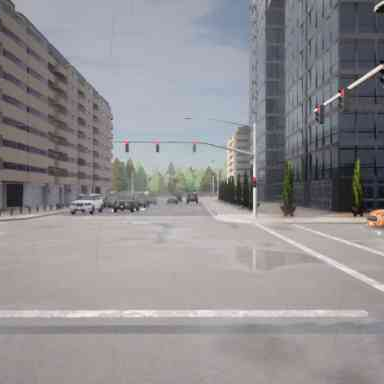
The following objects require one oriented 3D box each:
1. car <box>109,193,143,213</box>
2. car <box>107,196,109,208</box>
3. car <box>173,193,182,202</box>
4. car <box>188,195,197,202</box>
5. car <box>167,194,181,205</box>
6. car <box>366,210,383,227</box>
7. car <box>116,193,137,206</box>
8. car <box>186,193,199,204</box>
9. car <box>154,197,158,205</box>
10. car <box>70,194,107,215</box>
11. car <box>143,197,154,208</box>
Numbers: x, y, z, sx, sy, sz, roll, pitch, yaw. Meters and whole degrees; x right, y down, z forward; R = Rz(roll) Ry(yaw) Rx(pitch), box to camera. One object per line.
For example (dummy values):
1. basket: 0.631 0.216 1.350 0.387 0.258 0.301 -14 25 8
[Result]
1. car: -7.418 1.220 38.077 2.150 2.045 5.566 0 0 1
2. car: -10.866 1.351 44.746 2.097 1.767 4.553 0 0 1
3. car: -3.401 1.223 74.654 2.150 2.045 5.566 0 0 1
4. car: 0.099 1.498 74.501 1.837 1.490 4.892 0 0 1
5. car: -3.476 1.525 60.596 1.812 1.442 4.674 0 0 1
6. car: 13.579 1.407 21.064 4.553 1.767 2.097 0 0 0
7. car: -10.735 1.220 54.948 2.150 2.045 5.566 0 0 1
8. car: 0.064 1.220 63.788 2.150 2.045 5.566 0 0 1
9. car: -7.186 1.562 58.341 1.994 1.385 4.181 0 0 1
10. car: -10.927 1.220 34.902 2.150 2.045 5.566 0 0 -1
11. car: -7.324 1.546 48.321 2.033 1.411 5.357 0 0 1
